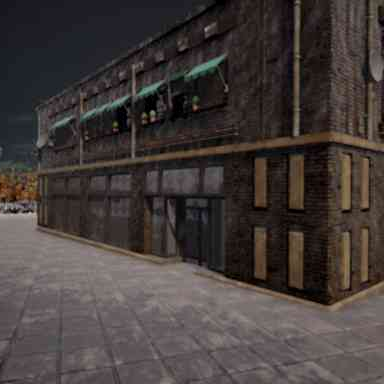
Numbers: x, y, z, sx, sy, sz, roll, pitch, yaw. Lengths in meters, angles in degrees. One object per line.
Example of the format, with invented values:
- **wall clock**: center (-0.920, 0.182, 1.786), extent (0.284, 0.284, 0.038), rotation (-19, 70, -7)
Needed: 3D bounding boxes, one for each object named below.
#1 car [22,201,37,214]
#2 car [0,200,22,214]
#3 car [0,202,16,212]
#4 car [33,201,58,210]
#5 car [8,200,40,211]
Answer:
- **car**: center (-25.516, 2.511, 48.555), extent (4.792, 1.488, 2.163), rotation (0, -2, 20)
- **car**: center (-26.453, 2.241, 45.939), extent (4.553, 1.767, 2.185), rotation (0, -2, 20)
- **car**: center (-34.911, 2.684, 60.626), extent (5.366, 1.575, 1.946), rotation (0, -2, 20)
- **car**: center (-31.339, 2.836, 71.201), extent (4.553, 1.767, 2.185), rotation (0, -1, 20)
- **car**: center (-33.222, 2.588, 65.952), extent (5.566, 2.045, 2.435), rotation (0, -1, 20)
